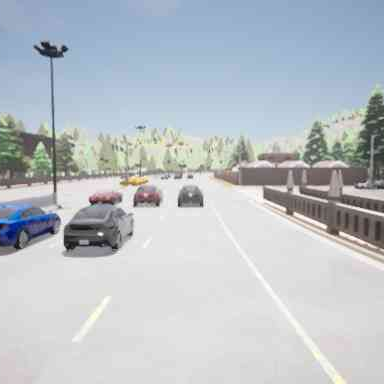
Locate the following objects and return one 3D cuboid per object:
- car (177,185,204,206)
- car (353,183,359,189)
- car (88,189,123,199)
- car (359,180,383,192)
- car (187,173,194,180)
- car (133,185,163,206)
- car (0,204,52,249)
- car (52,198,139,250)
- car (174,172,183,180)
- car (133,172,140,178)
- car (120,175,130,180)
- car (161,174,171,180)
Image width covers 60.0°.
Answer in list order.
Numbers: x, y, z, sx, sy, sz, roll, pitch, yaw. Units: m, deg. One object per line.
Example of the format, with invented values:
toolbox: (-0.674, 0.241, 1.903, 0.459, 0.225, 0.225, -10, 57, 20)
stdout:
car: (-0.116, 0.149, 27.986, 2.097, 1.767, 4.553, 0, 4, 0)
car: (25.522, -0.941, 47.218, 4.718, 1.301, 1.895, 0, 4, 2)
car: (-7.116, 0.398, 27.986, 1.895, 1.301, 4.718, 0, 4, 0)
car: (25.246, -0.804, 43.727, 4.902, 1.511, 2.128, 0, 4, 2)
car: (-0.491, -4.202, 92.293, 1.837, 1.490, 4.892, 0, 4, 0)
car: (-3.615, 0.151, 27.959, 2.097, 1.767, 4.553, 0, 4, 0)
car: (-7.029, 1.226, 13.400, 1.882, 1.535, 5.008, 0, 3, 0)
car: (-3.530, 1.264, 13.250, 1.837, 1.490, 4.892, 0, 3, 0)
car: (-3.991, -4.223, 92.272, 1.882, 1.535, 5.008, 0, 4, 0)
car: (-14.476, -4.282, 89.685, 2.150, 2.045, 5.566, 0, 4, 0)
car: (-17.976, -3.912, 89.690, 1.895, 1.301, 4.718, 0, 4, 0)
car: (-7.486, -4.053, 91.458, 1.895, 1.301, 4.718, 0, 4, 0)
